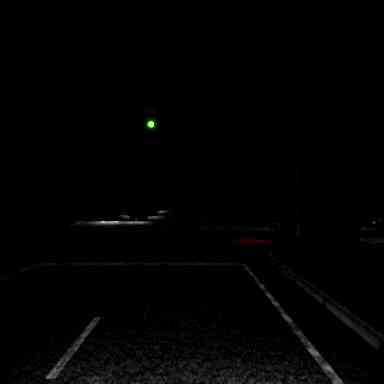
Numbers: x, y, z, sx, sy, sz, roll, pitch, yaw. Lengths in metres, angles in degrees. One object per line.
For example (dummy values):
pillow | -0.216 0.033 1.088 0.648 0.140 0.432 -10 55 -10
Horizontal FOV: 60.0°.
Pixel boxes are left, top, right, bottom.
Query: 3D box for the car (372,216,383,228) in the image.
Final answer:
car | 18.657 2.479 29.721 4.902 1.511 2.128 0 -3 -3

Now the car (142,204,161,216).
car | -7.008 3.313 57.341 1.882 1.535 5.008 0 0 0

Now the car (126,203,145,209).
car | -10.484 3.078 60.257 2.150 2.045 5.566 0 -1 1

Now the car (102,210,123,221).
car | -10.538 3.143 44.479 1.994 1.385 4.181 0 -2 0

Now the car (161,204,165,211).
car | -6.915 3.354 72.851 2.033 1.411 5.357 0 0 0

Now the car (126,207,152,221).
car | -7.041 3.128 44.522 2.033 1.411 5.357 0 -2 0

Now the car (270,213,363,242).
car | 6.997 1.983 18.824 5.008 1.535 1.882 0 -2 -1
